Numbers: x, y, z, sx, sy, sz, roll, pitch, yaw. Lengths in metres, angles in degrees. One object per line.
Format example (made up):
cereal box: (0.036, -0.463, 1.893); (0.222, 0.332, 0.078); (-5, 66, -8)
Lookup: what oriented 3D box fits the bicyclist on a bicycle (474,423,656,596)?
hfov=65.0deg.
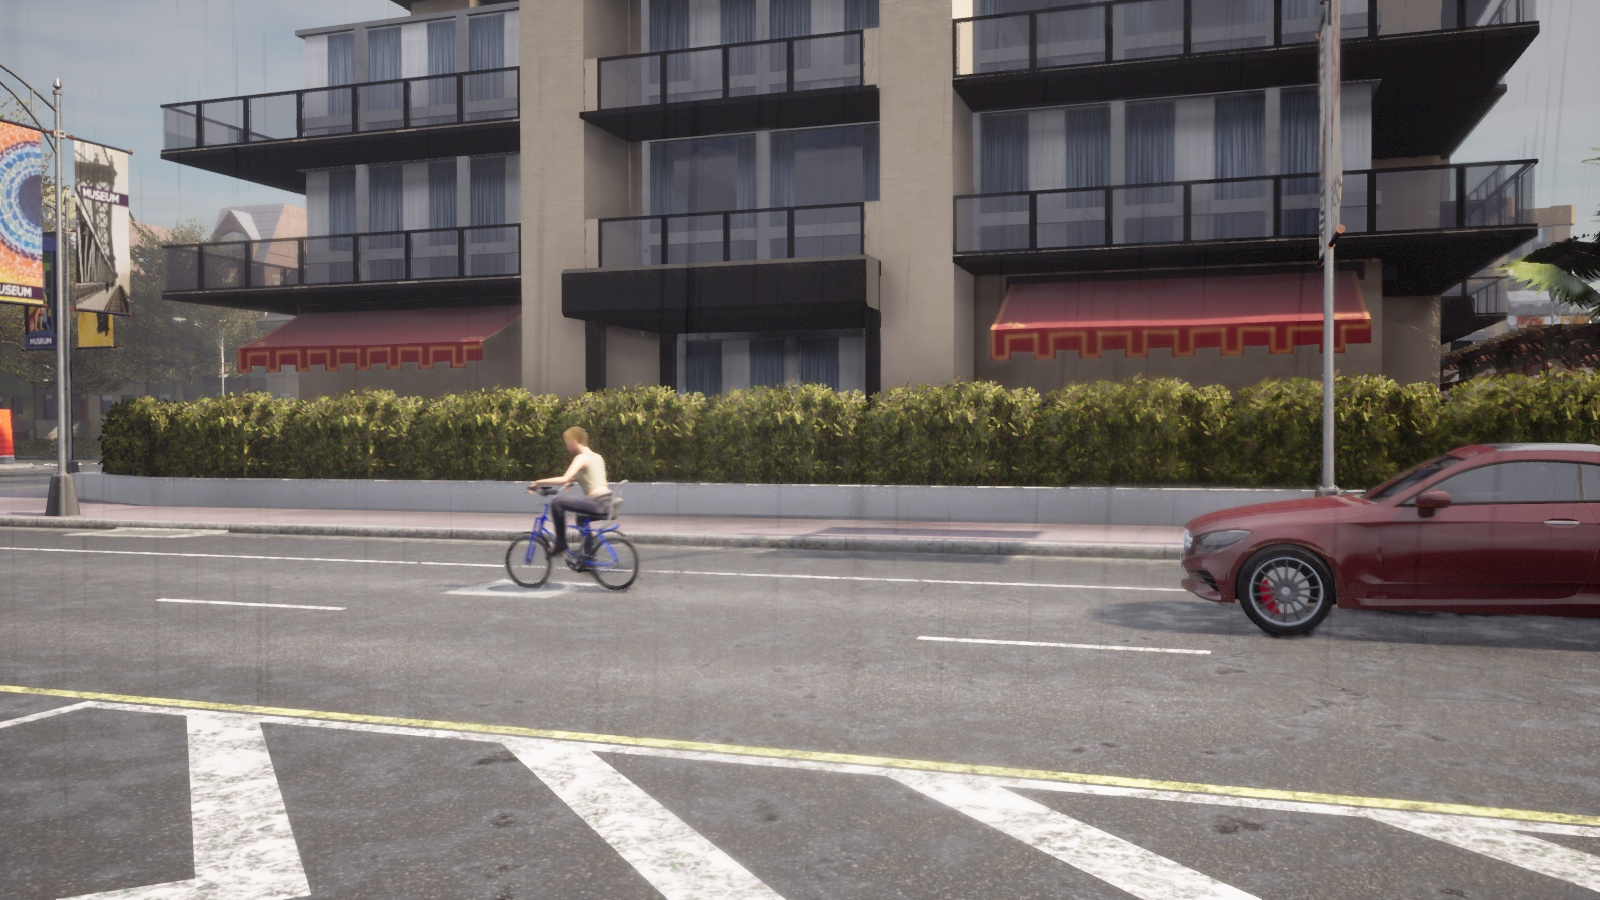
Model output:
bicyclist on a bicycle: (-2.303, 0.557, 12.376); (1.509, 1.612, 0.866); (0, 1, 19)

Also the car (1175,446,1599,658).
car: (5.399, 0.716, 9.788); (4.674, 1.442, 1.812); (1, 1, 19)

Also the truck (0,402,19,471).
truck: (-30.672, -0.478, 43.900); (2.627, 2.467, 5.204); (1, 1, 18)
